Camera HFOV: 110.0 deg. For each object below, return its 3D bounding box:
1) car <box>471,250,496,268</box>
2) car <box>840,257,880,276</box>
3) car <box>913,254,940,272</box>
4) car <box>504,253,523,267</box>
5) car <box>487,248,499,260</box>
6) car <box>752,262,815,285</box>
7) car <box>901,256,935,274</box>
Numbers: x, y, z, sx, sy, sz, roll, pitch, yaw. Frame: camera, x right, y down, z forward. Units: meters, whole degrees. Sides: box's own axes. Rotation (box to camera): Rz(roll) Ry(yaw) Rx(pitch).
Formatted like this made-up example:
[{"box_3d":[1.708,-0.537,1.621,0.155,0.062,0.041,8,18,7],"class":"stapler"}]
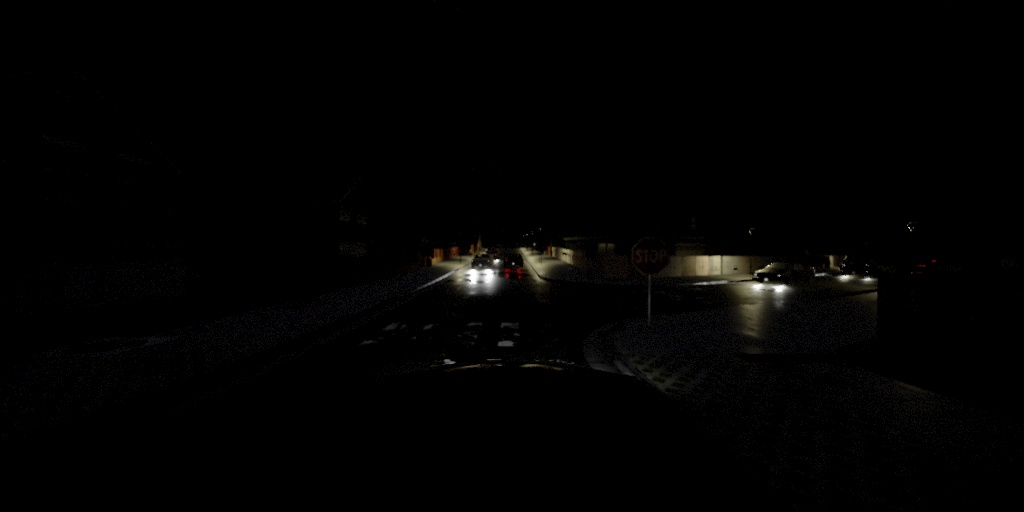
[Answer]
[{"box_3d":[-2.815,0.422,34.254,1.895,1.301,4.718,0,2,0],"class":"car"},{"box_3d":[32.564,0.892,33.556,4.553,1.767,2.097,0,1,-36],"class":"car"},{"box_3d":[48.002,0.779,41.765,5.566,2.045,2.150,0,1,-40],"class":"car"},{"box_3d":[0.129,0.338,36.183,1.895,1.301,4.718,0,2,0],"class":"car"},{"box_3d":[-2.784,-0.314,49.391,1.812,1.442,4.674,0,3,0],"class":"car"},{"box_3d":[18.325,1.100,24.067,5.357,1.411,2.033,0,1,-32],"class":"car"},{"box_3d":[40.063,1.073,35.503,4.892,1.490,1.837,0,1,-38],"class":"car"}]
